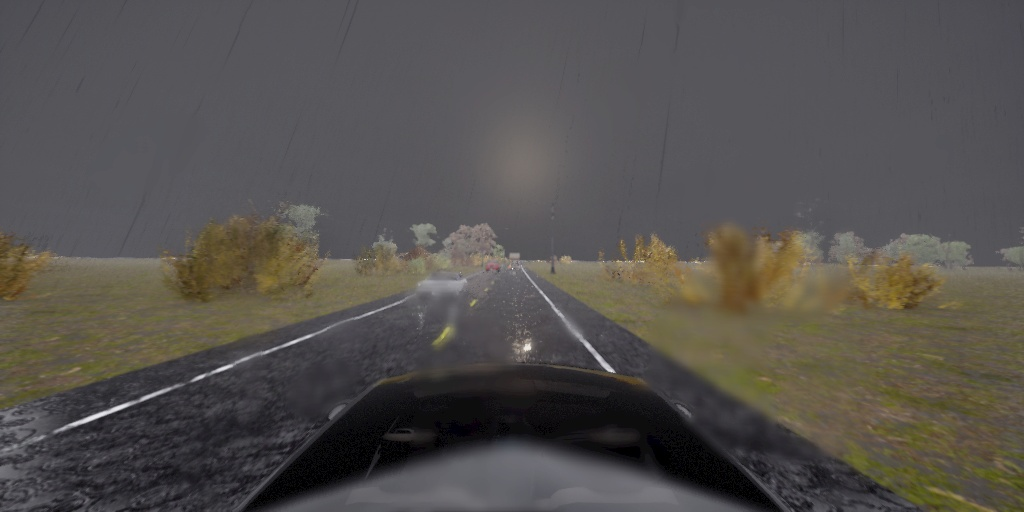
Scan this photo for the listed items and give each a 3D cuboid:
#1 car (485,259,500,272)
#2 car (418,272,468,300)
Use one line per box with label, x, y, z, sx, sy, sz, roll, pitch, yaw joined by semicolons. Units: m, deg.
car;-3.203;1.599;59.896;2.150;2.045;5.566;0;-1;1
car;-3.568;1.535;19.152;1.895;1.301;4.718;0;-1;0
